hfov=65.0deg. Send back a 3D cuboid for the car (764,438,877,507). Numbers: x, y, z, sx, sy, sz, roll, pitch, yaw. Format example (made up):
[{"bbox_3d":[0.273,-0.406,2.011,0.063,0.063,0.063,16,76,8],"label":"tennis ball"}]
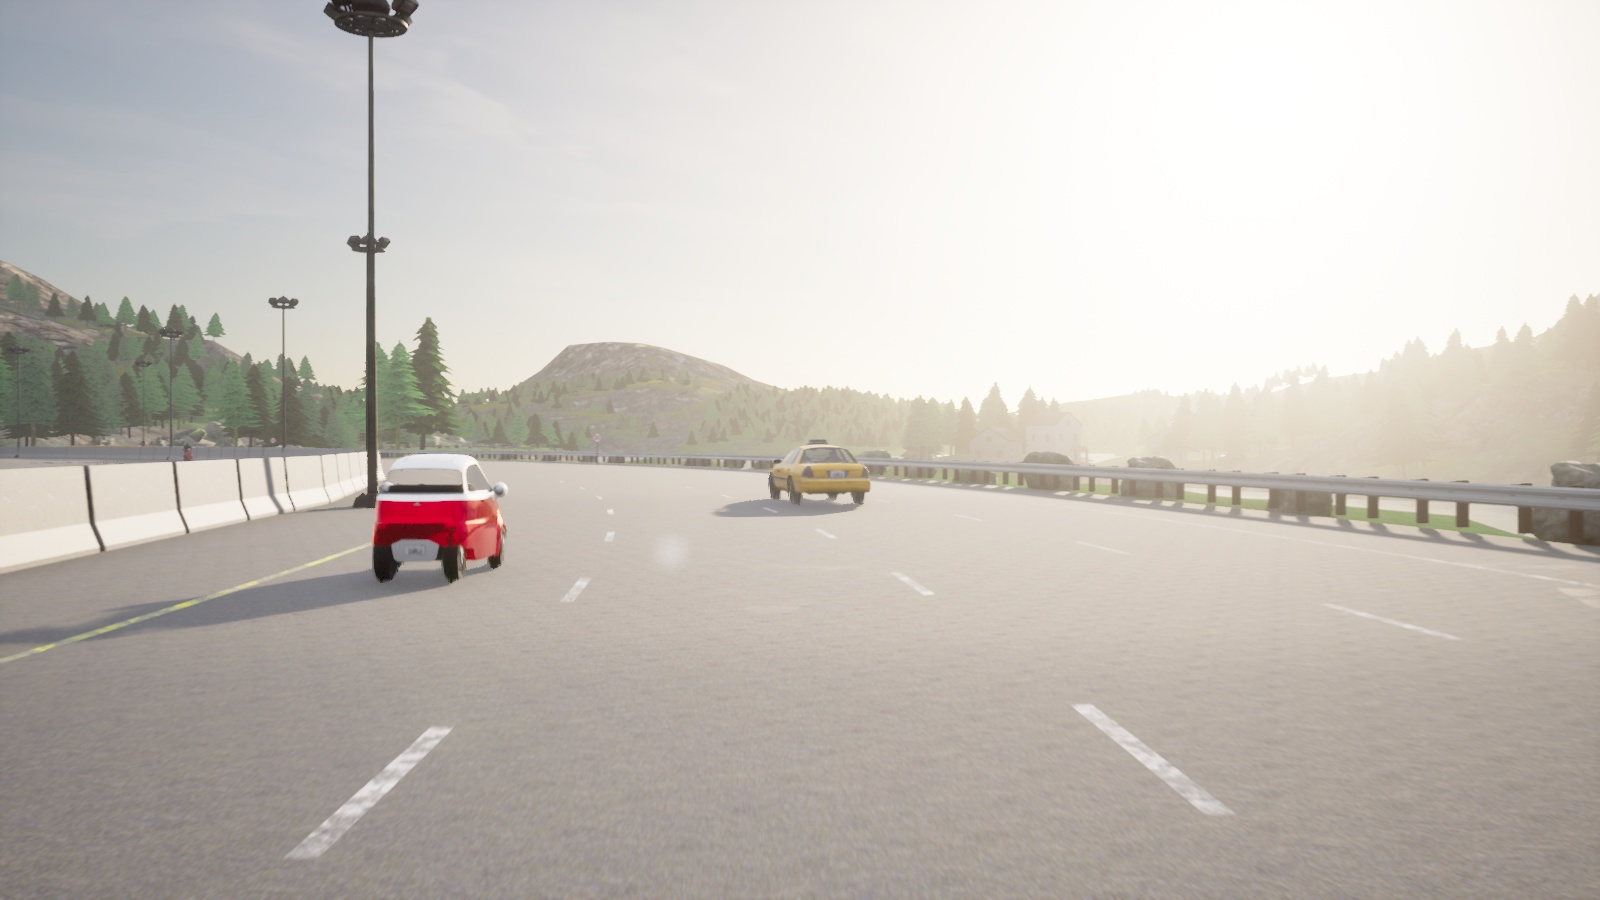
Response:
[{"bbox_3d":[0.407,0.507,31.717,1.801,1.575,5.366,0,0,-11],"label":"car"}]

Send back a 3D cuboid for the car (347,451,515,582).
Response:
[{"bbox_3d":[-4.213,0.717,14.587,1.481,1.376,2.207,0,1,-6],"label":"car"}]
